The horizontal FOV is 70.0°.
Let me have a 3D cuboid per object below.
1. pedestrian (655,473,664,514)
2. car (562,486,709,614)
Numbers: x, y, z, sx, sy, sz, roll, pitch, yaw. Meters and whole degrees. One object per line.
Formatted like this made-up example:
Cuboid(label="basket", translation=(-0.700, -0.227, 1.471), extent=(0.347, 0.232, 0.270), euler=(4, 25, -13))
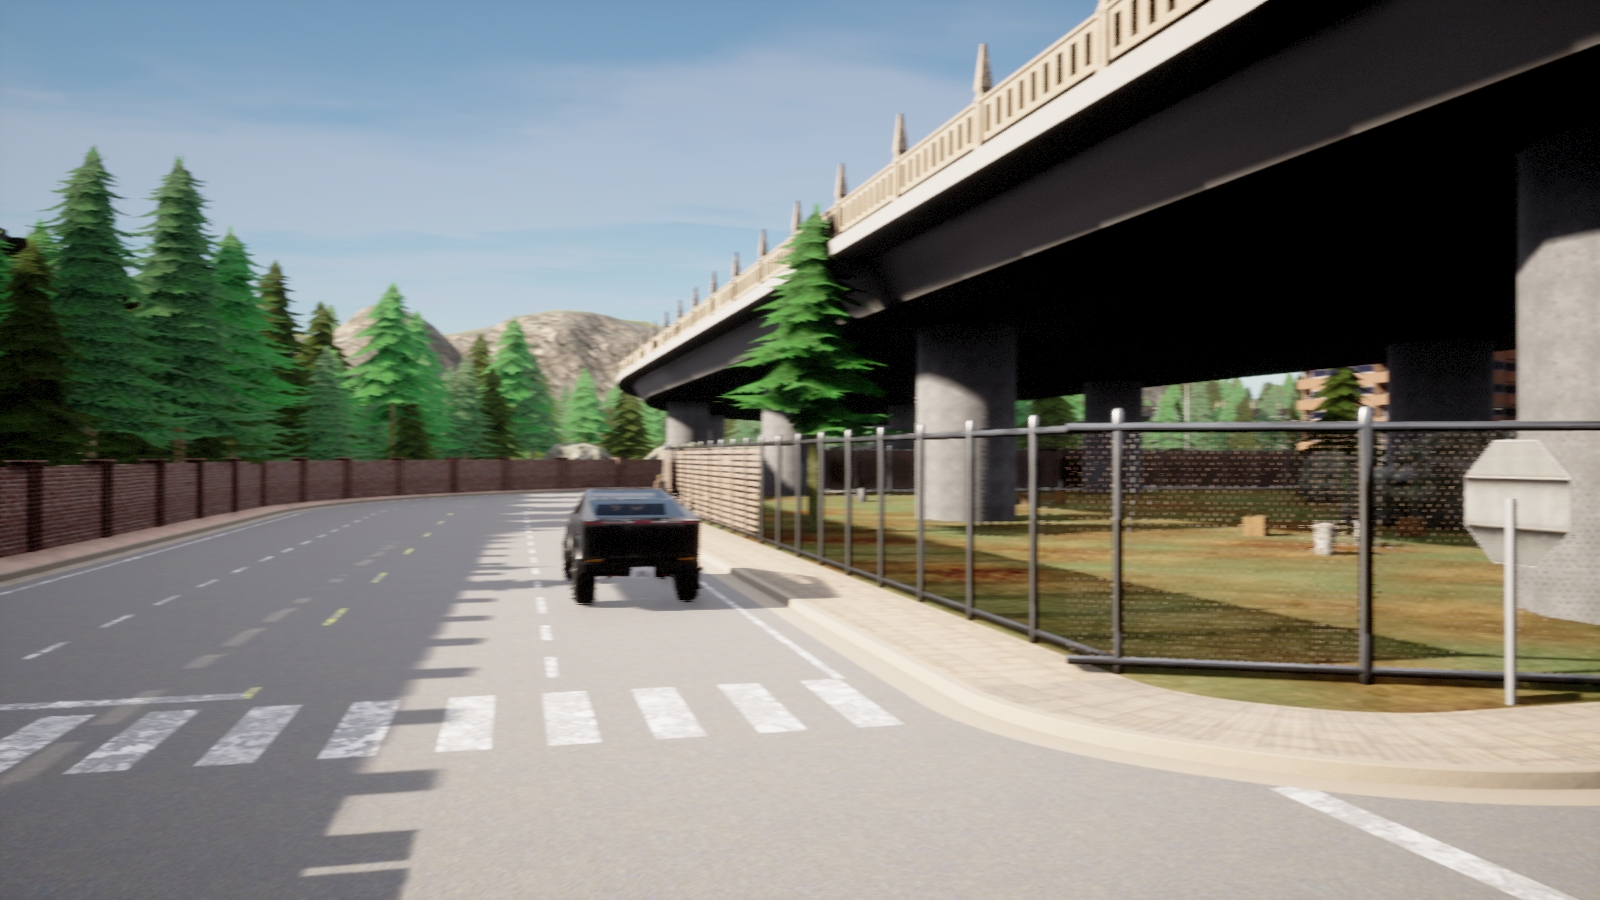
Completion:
Cuboid(label="pedestrian", translation=(-6.343, 1.948, 51.480), extent=(0.375, 1.860, 0.375), euler=(0, 0, -14))
Cuboid(label="car", translation=(-3.577, 1.869, 23.577), extent=(2.390, 2.098, 6.274), euler=(0, 0, -14))
